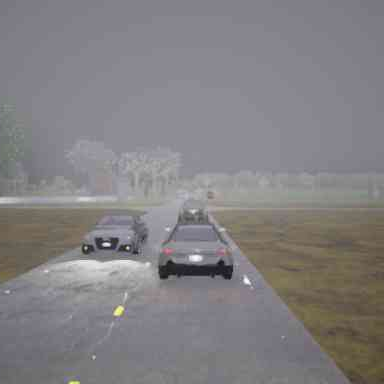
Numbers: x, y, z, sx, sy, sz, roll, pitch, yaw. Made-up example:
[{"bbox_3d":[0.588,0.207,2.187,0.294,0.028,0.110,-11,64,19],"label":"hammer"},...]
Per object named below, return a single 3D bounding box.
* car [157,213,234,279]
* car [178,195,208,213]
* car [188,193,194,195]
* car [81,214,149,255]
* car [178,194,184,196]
[{"bbox_3d":[0.094,1.566,10.044,1.994,1.385,4.181,0,0,0],"label":"car"},{"bbox_3d":[0.087,1.354,24.308,2.097,1.767,4.553,0,0,0],"label":"car"},{"bbox_3d":[-0.054,1.429,90.595,1.994,1.385,4.181,0,0,0],"label":"car"},{"bbox_3d":[-2.856,1.566,13.135,1.994,1.385,4.181,0,0,0],"label":"car"},{"bbox_3d":[-2.805,1.276,91.303,2.097,1.767,4.553,0,0,0],"label":"car"}]
